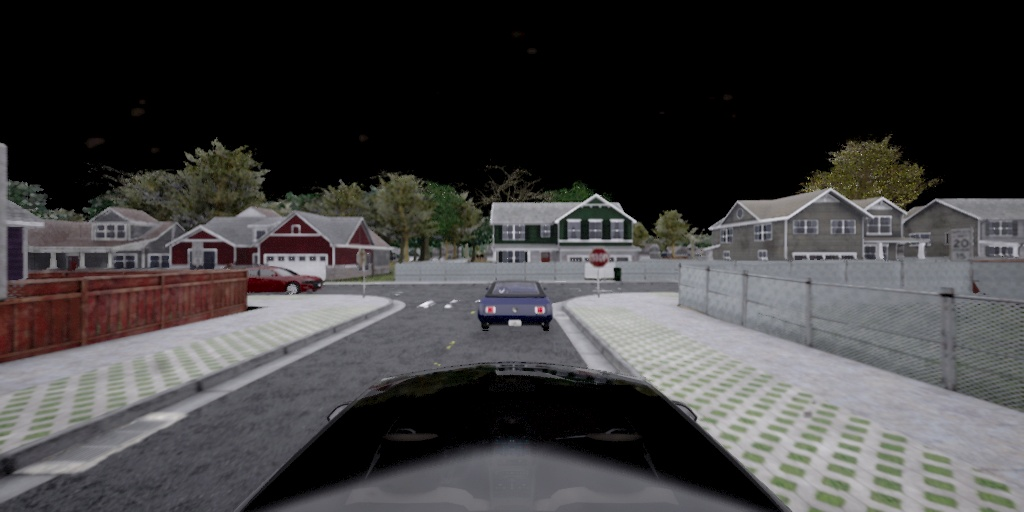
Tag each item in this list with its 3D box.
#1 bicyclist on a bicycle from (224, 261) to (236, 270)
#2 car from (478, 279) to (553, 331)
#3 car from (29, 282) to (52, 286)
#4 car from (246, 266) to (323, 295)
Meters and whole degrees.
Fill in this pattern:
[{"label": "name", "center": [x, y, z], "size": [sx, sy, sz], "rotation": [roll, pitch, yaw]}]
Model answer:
[{"label": "bicyclist on a bicycle", "center": [-20.018, 1.192, 25.420], "size": [0.582, 1.620, 1.656], "rotation": [0, 0, 1]}, {"label": "car", "center": [0.140, 1.348, 11.000], "size": [1.895, 1.301, 4.718], "rotation": [0, 0, 2]}, {"label": "car", "center": [-27.433, 1.519, 19.632], "size": [4.181, 1.385, 1.994], "rotation": [0, 0, 1]}, {"label": "car", "center": [-12.956, 1.316, 19.501], "size": [5.008, 1.535, 1.882], "rotation": [0, 0, 0]}]
